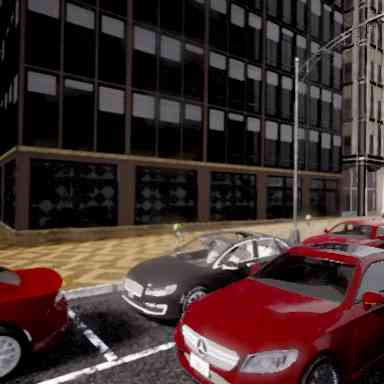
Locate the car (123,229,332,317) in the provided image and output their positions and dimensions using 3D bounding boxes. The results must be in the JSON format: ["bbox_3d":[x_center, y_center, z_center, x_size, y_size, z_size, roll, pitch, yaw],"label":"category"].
[{"bbox_3d":[0.724,1.550,7.060,4.403,1.369,2.008,0,1,-35],"label":"car"}]

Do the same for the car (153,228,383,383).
[{"bbox_3d":[1.972,1.525,4.786,4.674,1.442,1.812,0,0,-36],"label":"car"}]

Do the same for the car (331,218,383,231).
[{"bbox_3d":[5.262,1.543,10.299,4.507,1.381,1.887,0,1,-35],"label":"car"}]

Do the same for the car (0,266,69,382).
[{"bbox_3d":[-3.814,1.545,3.822,4.507,1.381,1.887,0,1,-35],"label":"car"}]
